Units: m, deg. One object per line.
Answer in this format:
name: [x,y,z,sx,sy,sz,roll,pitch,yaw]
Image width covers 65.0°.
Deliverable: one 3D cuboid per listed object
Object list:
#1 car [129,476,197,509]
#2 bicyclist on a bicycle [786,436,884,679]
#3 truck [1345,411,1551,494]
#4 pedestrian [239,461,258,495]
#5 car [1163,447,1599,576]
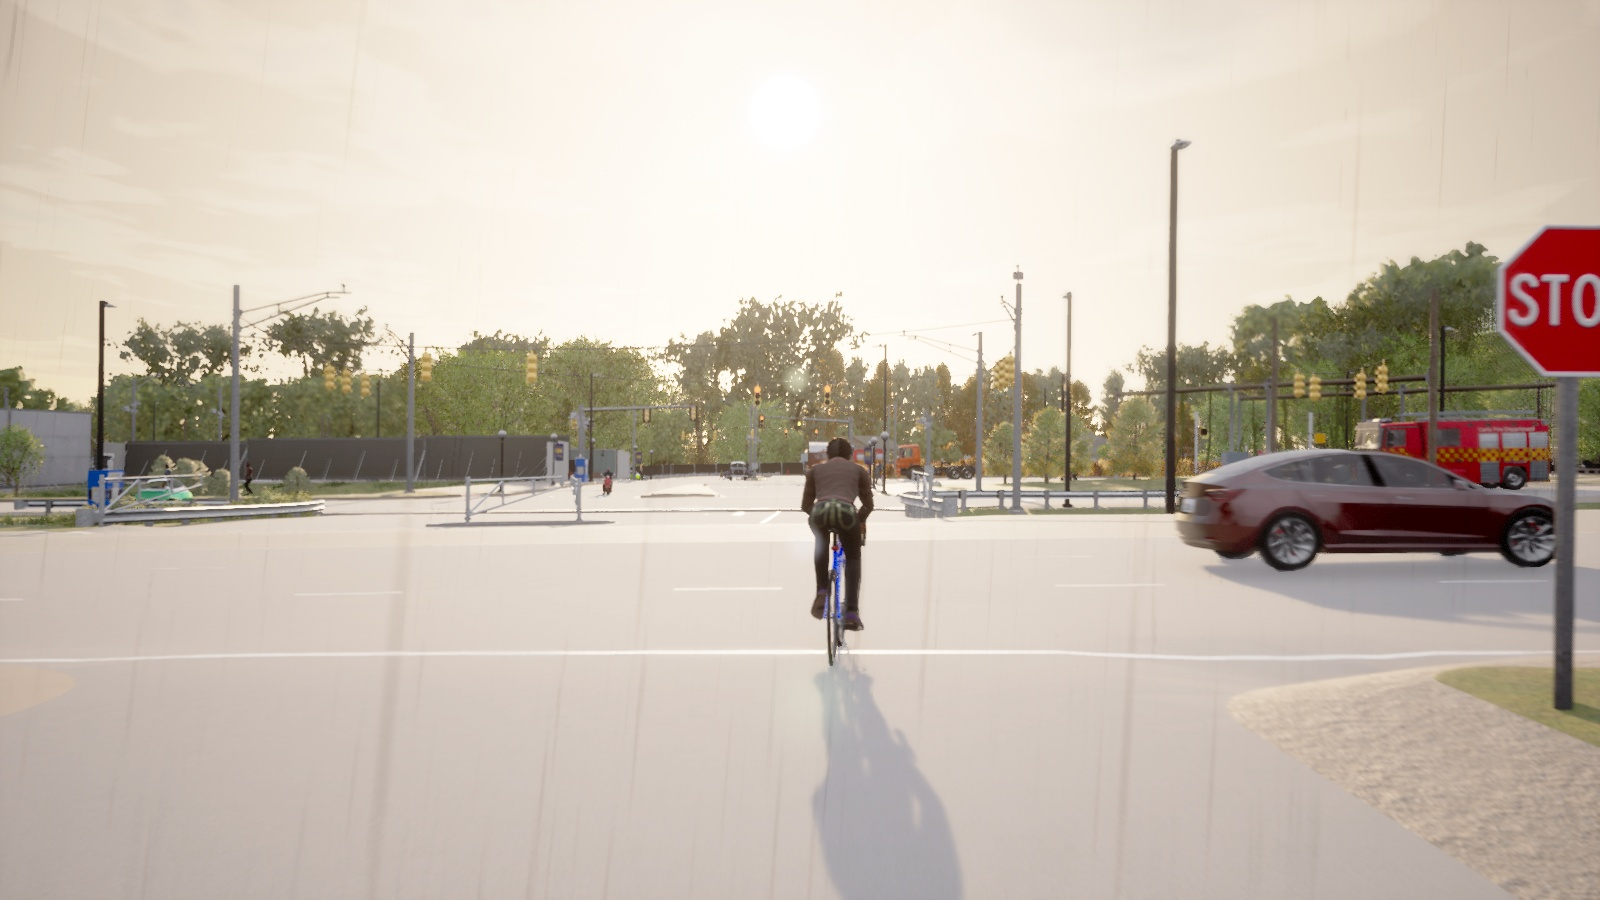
car: [-27.630,1.850,54.520,2.207,1.376,1.481,-1,0,1]
bicyclist on a bicycle: [0.290,0.725,9.239,0.582,1.620,1.656,0,-1,6]
truck: [31.440,0.107,61.135,8.468,3.827,2.891,-1,0,0]
pedestrian: [-29.629,1.483,67.459,0.869,1.805,0.328,1,0,0]
car: [7.375,0.730,16.090,4.792,1.488,2.163,-1,0,-2]
